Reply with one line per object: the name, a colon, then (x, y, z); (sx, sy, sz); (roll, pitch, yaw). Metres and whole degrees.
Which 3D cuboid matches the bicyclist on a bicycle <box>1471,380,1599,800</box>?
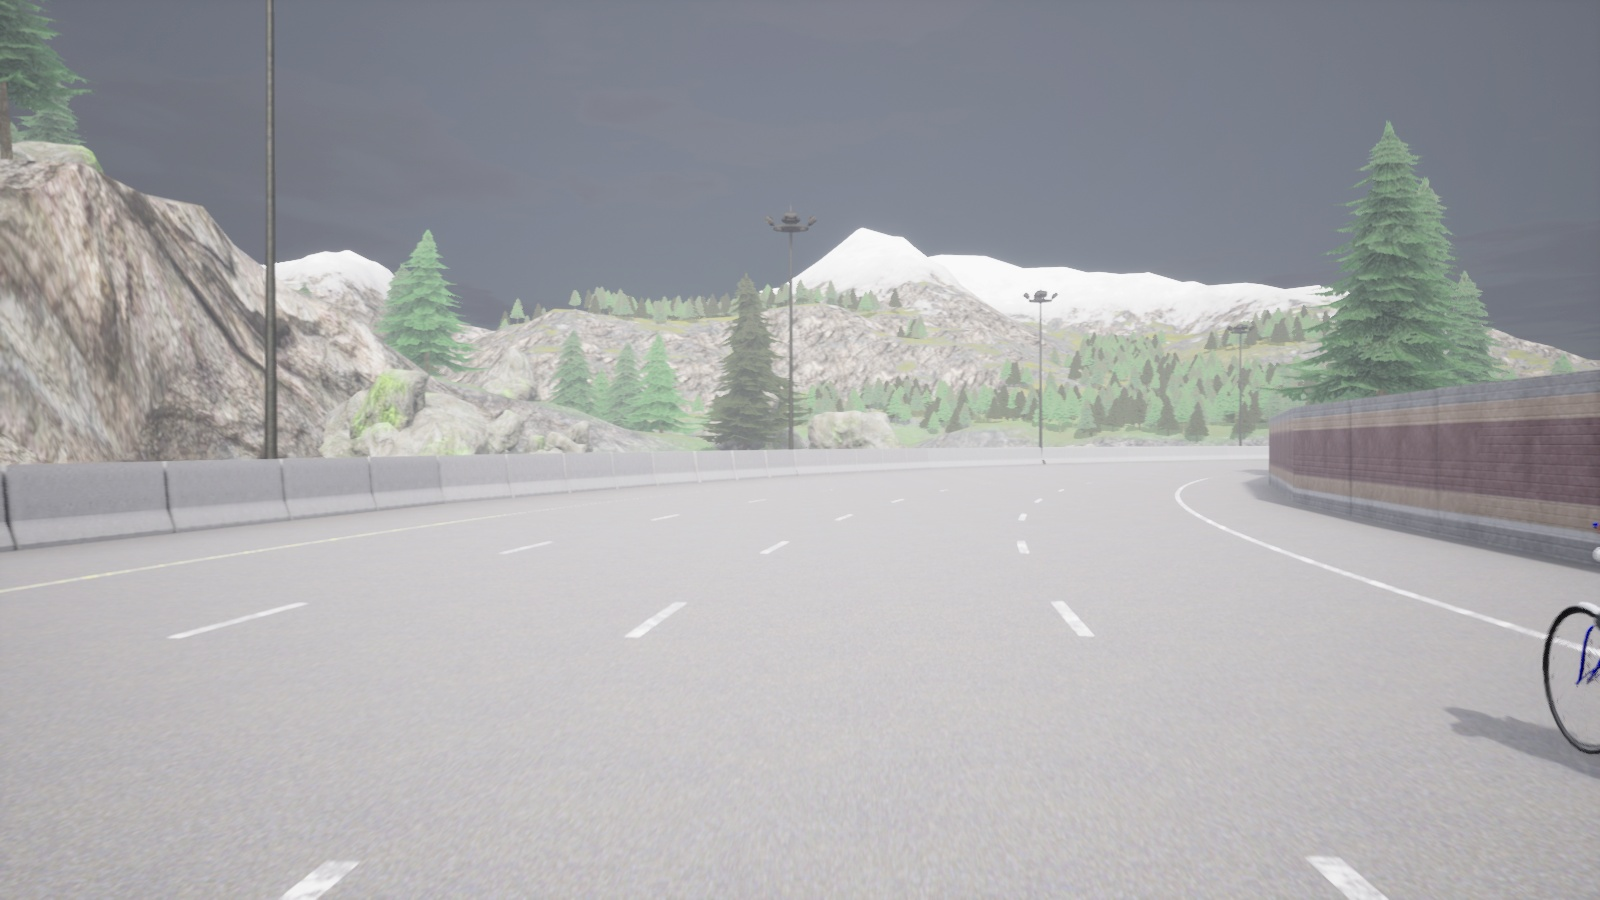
bicyclist on a bicycle: (3.717, 0.590, 5.478); (0.659, 1.776, 1.843); (0, 0, 3)
